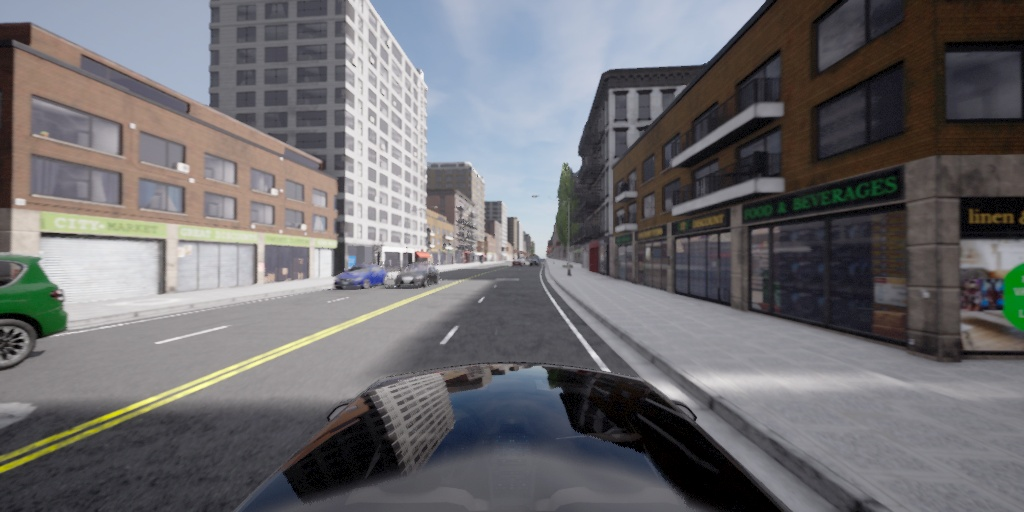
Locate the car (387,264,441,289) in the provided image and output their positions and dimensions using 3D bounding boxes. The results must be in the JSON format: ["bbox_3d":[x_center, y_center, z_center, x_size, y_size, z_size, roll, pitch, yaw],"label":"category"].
[{"bbox_3d":[-6.045,1.253,23.501,2.128,1.511,4.902,0,0,3],"label":"car"}]

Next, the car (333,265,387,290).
[{"bbox_3d":[-9.341,1.281,22.650,1.812,1.442,4.674,0,0,3],"label":"car"}]

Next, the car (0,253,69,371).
[{"bbox_3d":[-9.795,0.958,4.642,2.150,2.045,5.566,0,0,0],"label":"car"}]
